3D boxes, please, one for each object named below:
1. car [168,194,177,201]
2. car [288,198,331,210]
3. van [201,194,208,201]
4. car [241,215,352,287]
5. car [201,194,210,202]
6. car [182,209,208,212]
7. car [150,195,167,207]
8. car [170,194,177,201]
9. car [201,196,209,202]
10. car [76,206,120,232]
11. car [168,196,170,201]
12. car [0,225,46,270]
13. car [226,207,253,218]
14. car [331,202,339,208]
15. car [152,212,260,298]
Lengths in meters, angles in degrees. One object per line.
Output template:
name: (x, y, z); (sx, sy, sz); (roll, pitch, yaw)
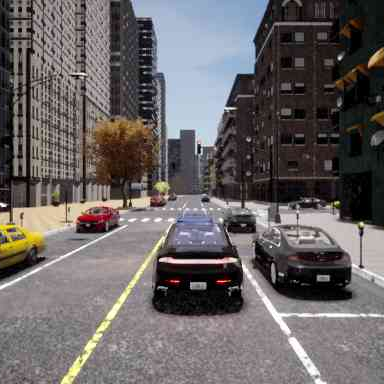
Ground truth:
car: (-5.239, 1.408, 91.226); (2.192, 1.841, 5.009); (0, 0, 0)
car: (13.620, 1.359, 39.489); (4.403, 1.369, 2.008); (-1, 1, 0)
van: (3.114, 1.423, 85.662); (1.690, 1.788, 3.998); (0, 0, 0)
car: (2.732, 1.551, 9.071); (2.008, 1.369, 4.403); (0, 0, 0)
car: (3.059, 1.629, 74.615); (1.947, 1.339, 4.313); (0, 0, 0)
car: (0.167, 1.604, 18.591); (1.895, 1.301, 4.718); (0, 0, 1)
car: (-5.432, 1.348, 52.567); (2.192, 1.841, 5.009); (0, 0, 0)
car: (-5.266, 1.648, 85.704); (1.947, 1.339, 4.313); (0, 0, 0)
car: (3.088, 1.597, 80.308); (1.752, 1.417, 4.829); (0, 0, 0)
car: (-5.593, 1.549, 20.179); (1.887, 1.381, 4.507); (0, 0, 0)
car: (-5.404, 1.606, 58.089); (1.947, 1.339, 4.313); (0, 0, 0)
car: (-5.649, 1.526, 8.943); (1.752, 1.417, 4.829); (0, 0, 0)
car: (2.787, 1.555, 20.137); (2.008, 1.369, 4.403); (0, 0, 0)
car: (19.017, 1.258, 39.516); (4.829, 1.417, 1.752); (-1, 1, 0)
car: (0.130, 1.492, 8.473); (2.128, 1.511, 4.902); (0, 0, 0)
